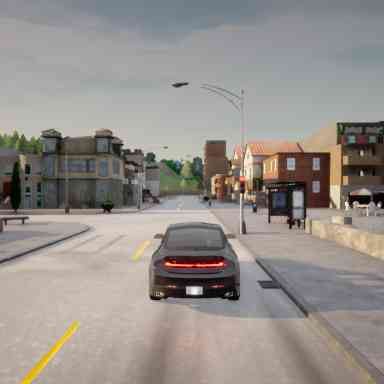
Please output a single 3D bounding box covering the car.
[{"bbox_3d":[0.068,1.505,8.337,1.837,1.490,4.892,0,0,1],"label":"car"}]
